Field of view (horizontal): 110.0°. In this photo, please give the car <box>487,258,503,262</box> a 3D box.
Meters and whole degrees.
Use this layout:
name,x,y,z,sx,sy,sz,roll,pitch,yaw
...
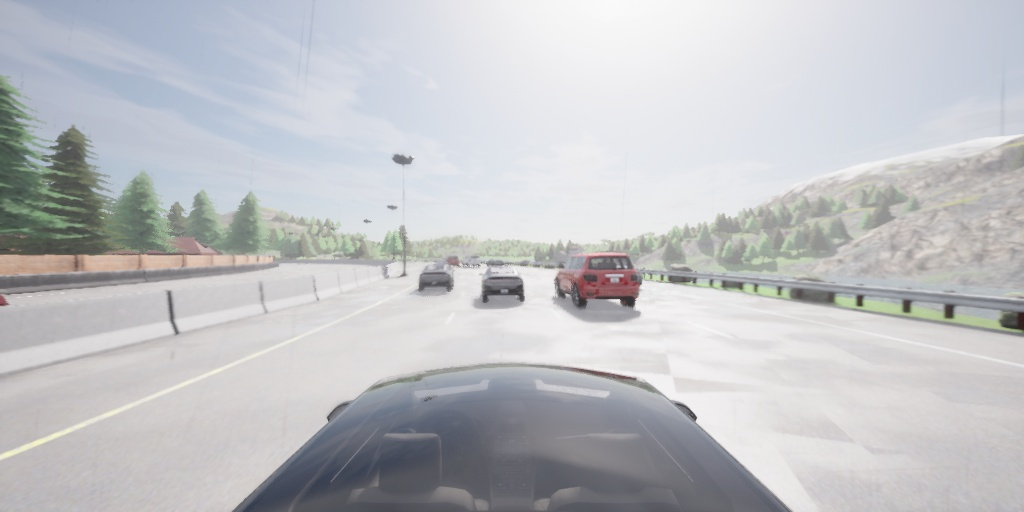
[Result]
name,x,y,z,sx,sy,sz,roll,pitch,yaw
car,-3.010,1.160,61.105,2.128,1.511,4.902,-1,0,-20

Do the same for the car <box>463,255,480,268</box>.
name,x,y,z,sx,sy,sz,roll,pitch,yaw
car,-7.215,0.938,62.701,2.150,2.045,5.566,0,0,-21

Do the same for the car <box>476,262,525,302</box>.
name,x,y,z,sx,sy,sz,roll,pitch,yaw
car,-0.529,1.218,17.015,2.128,1.511,4.902,-1,0,-5

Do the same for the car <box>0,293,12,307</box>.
name,x,y,z,sx,sy,sz,roll,pitch,yaw
car,-14.146,1.261,7.454,2.097,1.767,4.553,-1,0,-1

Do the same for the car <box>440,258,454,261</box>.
name,x,y,z,sx,sy,sz,roll,pitch,yaw
car,-9.857,1.321,49.479,2.033,1.411,5.357,-1,0,-19

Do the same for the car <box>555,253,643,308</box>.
name,x,y,z,sx,sy,sz,roll,pitch,yaw
car,3.296,0.907,14.897,2.150,2.045,5.566,0,0,-4

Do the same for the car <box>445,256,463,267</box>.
name,x,y,z,sx,sy,sz,roll,pitch,yaw
car,-10.495,0.980,61.455,2.150,2.045,5.566,0,0,-21

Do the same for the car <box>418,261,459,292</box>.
name,x,y,z,sx,sy,sz,roll,pitch,yaw
car,-4.506,1.256,21.701,2.128,1.511,4.902,0,0,-7
